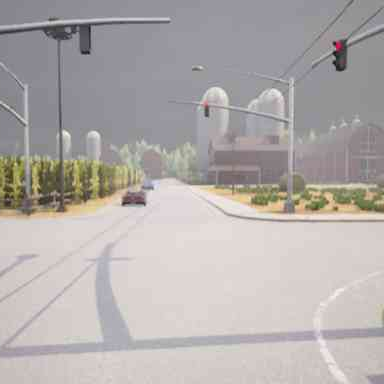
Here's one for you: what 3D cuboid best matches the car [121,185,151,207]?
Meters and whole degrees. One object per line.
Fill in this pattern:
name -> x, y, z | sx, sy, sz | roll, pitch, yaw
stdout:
car -> -4.570, 0.419, 26.923 | 1.895, 1.301, 4.718 | 0, 3, -5

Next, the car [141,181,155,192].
car -> -6.747, -0.956, 50.698 | 1.882, 1.535, 5.008 | 0, 4, -5

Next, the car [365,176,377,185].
car -> 42.183, -2.638, 77.975 | 1.905, 1.878, 3.866 | 10, 11, 41
